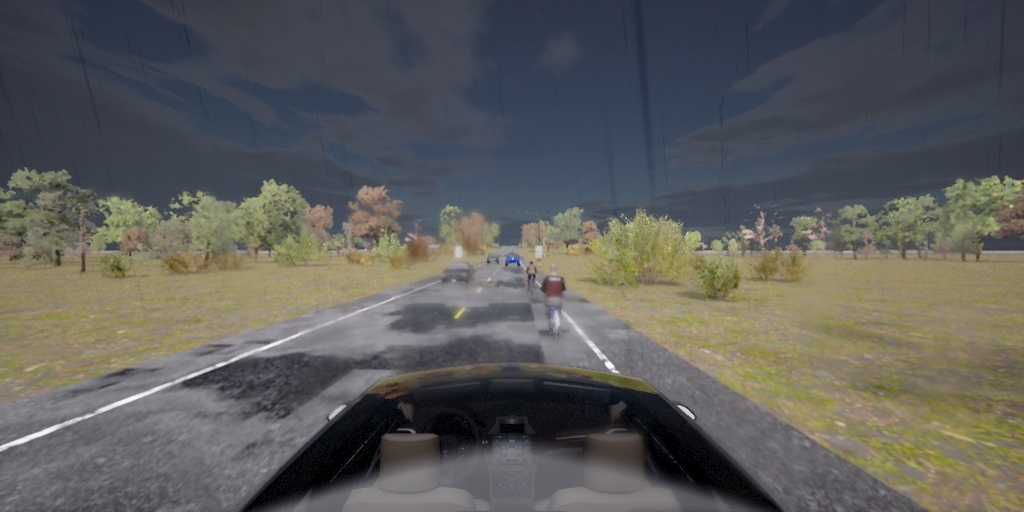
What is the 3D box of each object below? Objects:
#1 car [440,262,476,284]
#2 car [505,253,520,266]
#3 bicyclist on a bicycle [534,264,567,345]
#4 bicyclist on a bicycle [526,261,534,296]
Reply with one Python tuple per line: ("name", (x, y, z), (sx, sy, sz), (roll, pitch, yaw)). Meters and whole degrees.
("car", (-3.595, 1.116, 24.866), (2.033, 1.411, 5.357), (0, 0, 0))
("car", (0.101, 0.539, 56.231), (2.150, 2.045, 5.566), (0, 0, 0))
("bicyclist on a bicycle", (0.963, 1.069, 8.382), (0.659, 1.776, 1.843), (0, 1, 0))
("bicyclist on a bicycle", (0.962, 1.080, 17.423), (0.582, 1.620, 1.656), (0, 0, 0))
